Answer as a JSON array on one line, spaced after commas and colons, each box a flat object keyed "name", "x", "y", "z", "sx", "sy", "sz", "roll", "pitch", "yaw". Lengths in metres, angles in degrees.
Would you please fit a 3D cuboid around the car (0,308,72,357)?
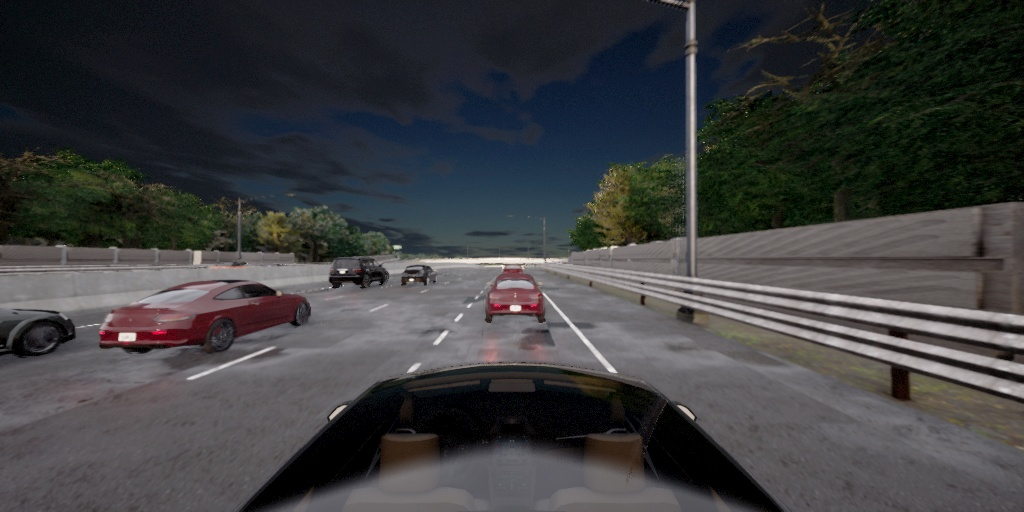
[{"name": "car", "x": -10.400, "y": 1.323, "z": 5.934, "sx": 1.994, "sy": 1.385, "sz": 4.181, "roll": 0, "pitch": 0, "yaw": 0}]

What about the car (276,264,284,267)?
[{"name": "car", "x": -28.073, "y": 1.656, "z": 41.923, "sx": 1.994, "sy": 1.385, "sz": 4.181, "roll": 0, "pitch": -1, "yaw": 0}]

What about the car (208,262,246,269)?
[{"name": "car", "x": -31.575, "y": 1.420, "z": 40.054, "sx": 2.097, "sy": 1.767, "sz": 4.553, "roll": 0, "pitch": -1, "yaw": 0}]

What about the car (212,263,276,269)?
[{"name": "car", "x": -24.595, "y": 1.587, "z": 33.107, "sx": 1.895, "sy": 1.301, "sz": 4.718, "roll": 0, "pitch": -1, "yaw": 0}]

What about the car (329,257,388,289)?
[{"name": "car", "x": -10.399, "y": 1.110, "z": 24.676, "sx": 2.150, "sy": 2.045, "sz": 5.566, "roll": 0, "pitch": -1, "yaw": 0}]

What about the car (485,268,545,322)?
[{"name": "car", "x": 0.100, "y": 1.312, "z": 12.351, "sx": 1.812, "sy": 1.442, "sz": 4.674, "roll": 0, "pitch": 0, "yaw": 0}]

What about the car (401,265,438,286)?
[{"name": "car", "x": -6.899, "y": 1.420, "z": 27.045, "sx": 1.837, "sy": 1.490, "sz": 4.892, "roll": 0, "pitch": -1, "yaw": 0}]

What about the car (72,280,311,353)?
[{"name": "car", "x": -6.899, "y": 1.295, "z": 8.733, "sx": 1.812, "sy": 1.442, "sz": 4.674, "roll": 0, "pitch": 0, "yaw": 0}]

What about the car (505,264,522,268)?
[{"name": "car", "x": 0.102, "y": 1.460, "z": 32.806, "sx": 1.882, "sy": 1.535, "sz": 5.008, "roll": 0, "pitch": -1, "yaw": 0}]
